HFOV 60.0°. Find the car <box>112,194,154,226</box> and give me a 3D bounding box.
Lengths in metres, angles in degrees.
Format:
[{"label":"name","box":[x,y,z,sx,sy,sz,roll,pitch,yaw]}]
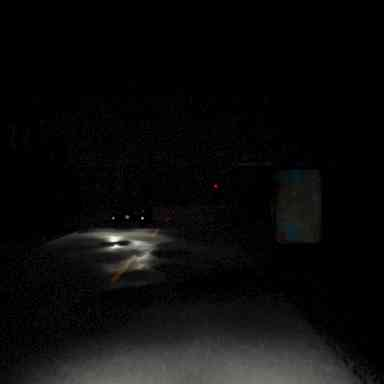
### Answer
[{"label":"car","box":[-3.990,1.178,23.265,2.150,2.045,5.566,0,0,0]}]
